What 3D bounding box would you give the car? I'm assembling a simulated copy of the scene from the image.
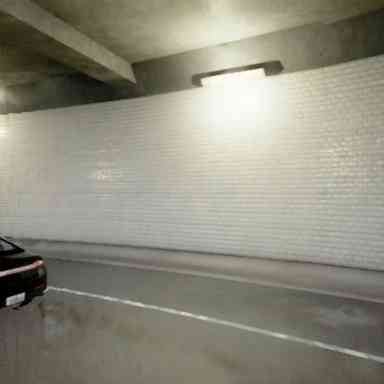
[{"bbox_3d":[-4.932,1.458,6.214,4.902,1.511,2.128,0,0,25],"label":"car"}]
